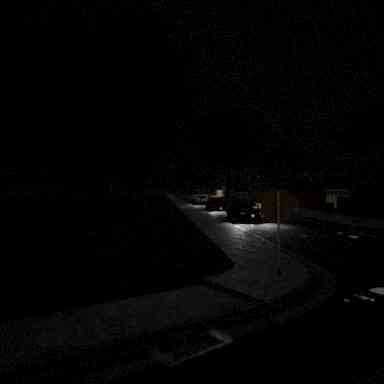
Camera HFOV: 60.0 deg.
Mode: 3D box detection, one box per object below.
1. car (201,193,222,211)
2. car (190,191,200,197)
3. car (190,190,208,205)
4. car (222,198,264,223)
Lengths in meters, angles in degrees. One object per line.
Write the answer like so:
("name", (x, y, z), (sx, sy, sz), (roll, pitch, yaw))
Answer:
("car", (2.552, 1.191, 35.246), (2.033, 1.411, 5.357), (-1, 1, -6))
("car", (0.675, 0.476, 81.170), (1.812, 1.442, 4.674), (-1, 1, -6))
("car", (1.282, 0.703, 47.621), (2.150, 2.045, 5.566), (-1, 1, -6))
("car", (3.708, 1.294, 24.015), (1.837, 1.490, 4.892), (-1, 0, -6))
